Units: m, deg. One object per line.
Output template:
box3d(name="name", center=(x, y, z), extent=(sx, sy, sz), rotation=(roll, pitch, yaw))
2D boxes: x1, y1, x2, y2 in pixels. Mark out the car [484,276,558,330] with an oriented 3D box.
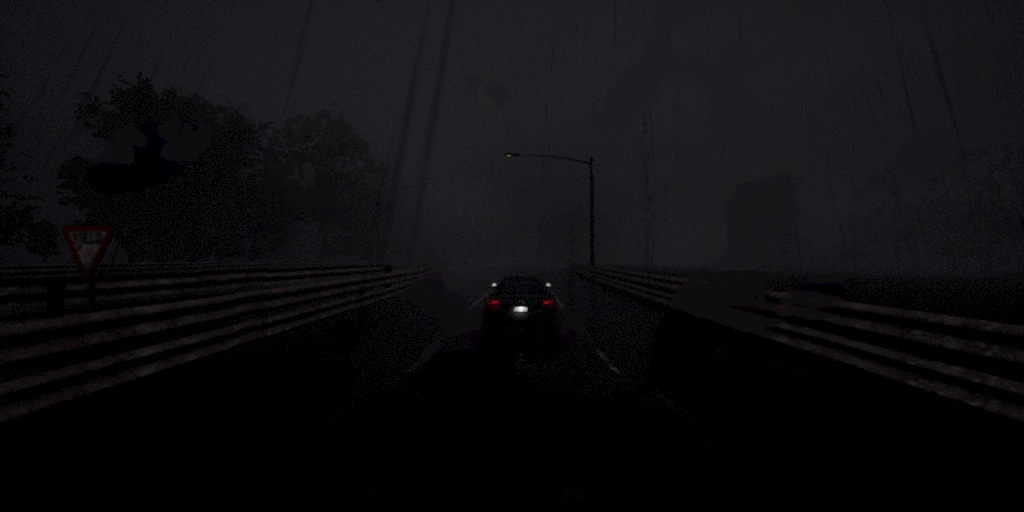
box3d(name="car", center=(0.283, 1.308, 11.054), extent=(1.994, 1.385, 4.181), rotation=(0, 0, 2))
